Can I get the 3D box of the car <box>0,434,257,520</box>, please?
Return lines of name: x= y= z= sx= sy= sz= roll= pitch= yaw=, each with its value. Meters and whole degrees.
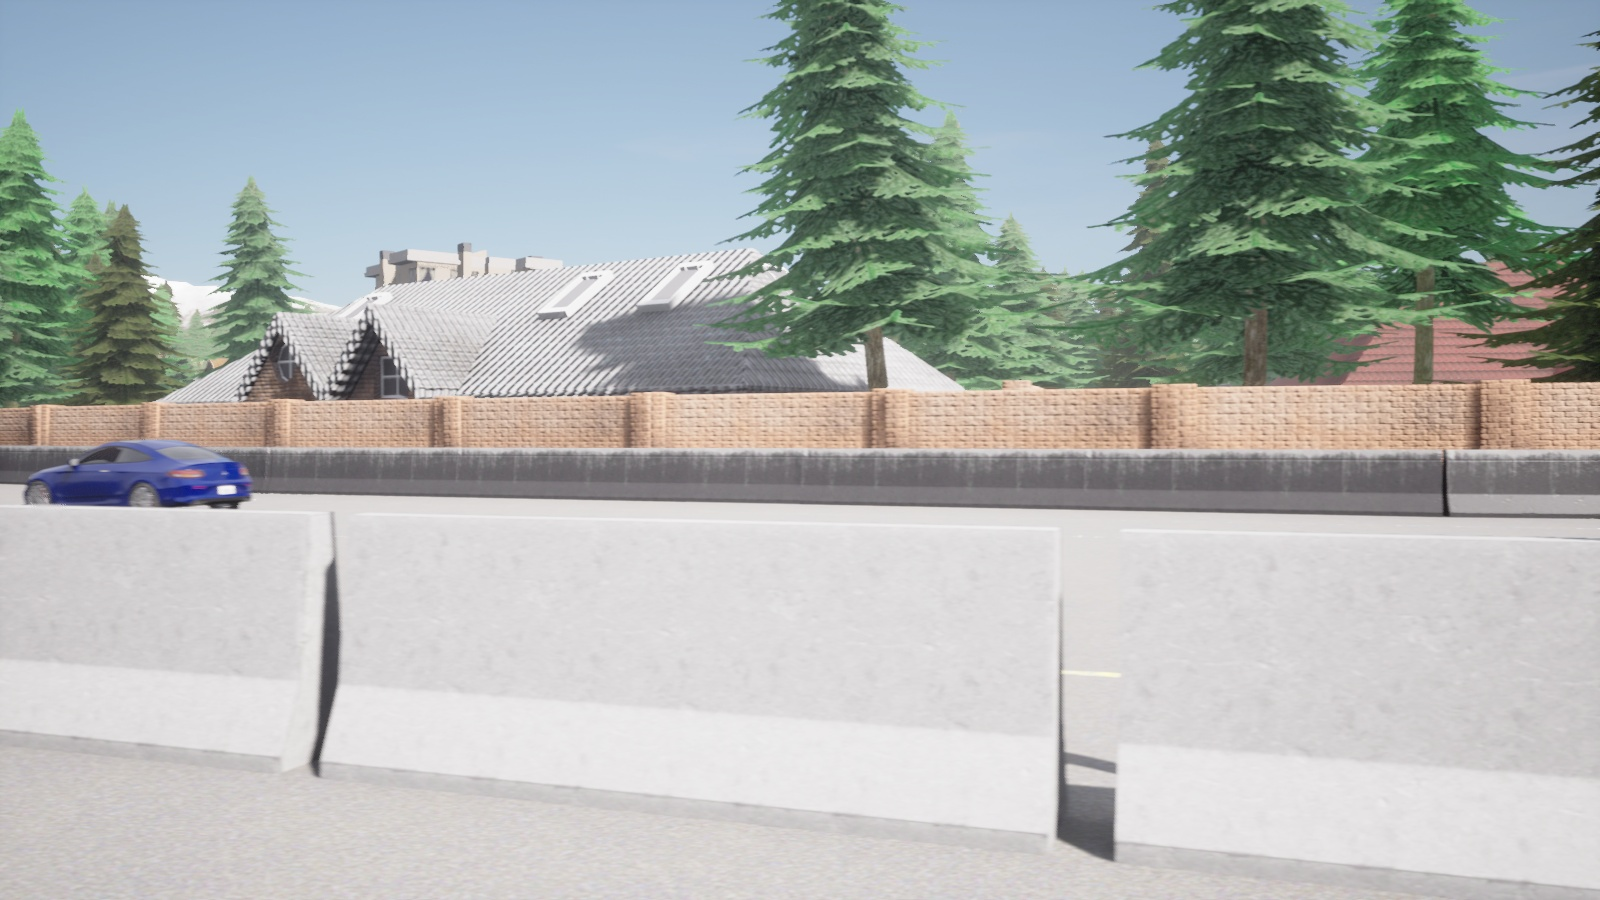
car: x=-12.507 y=0.438 z=23.353 sx=4.674 sy=1.442 sz=1.812 roll=1 pitch=1 yaw=26
